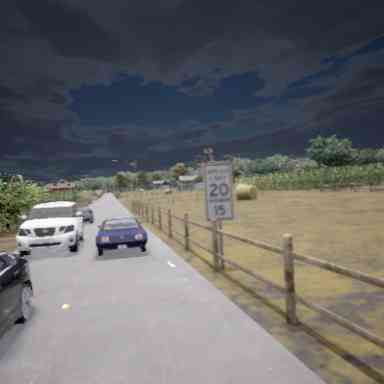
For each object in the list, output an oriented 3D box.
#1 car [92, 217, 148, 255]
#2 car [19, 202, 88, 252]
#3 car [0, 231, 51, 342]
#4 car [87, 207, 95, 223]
[{"bbox_3d":[-3.048,1.732,14.263,1.895,1.301,4.718,-3,0,-13],"label":"car"},{"bbox_3d":[-6.210,1.515,15.158,2.150,2.045,5.566,-3,0,-14],"label":"car"},{"bbox_3d":[-3.641,1.675,4.596,2.128,1.511,4.902,-3,0,-12],"label":"car"},{"bbox_3d":[-9.463,1.967,28.520,1.994,1.385,4.181,-3,0,-13],"label":"car"}]
